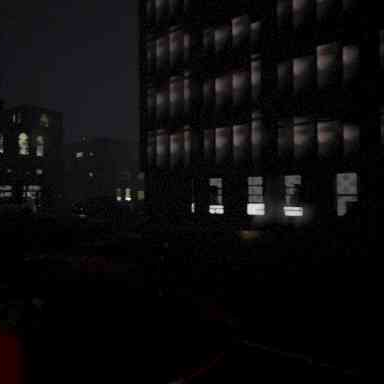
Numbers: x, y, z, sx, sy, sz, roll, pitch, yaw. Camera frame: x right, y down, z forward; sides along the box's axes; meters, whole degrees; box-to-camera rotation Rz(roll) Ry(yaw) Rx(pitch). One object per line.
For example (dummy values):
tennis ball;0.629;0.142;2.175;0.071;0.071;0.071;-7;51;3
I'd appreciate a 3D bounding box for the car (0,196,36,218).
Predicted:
car;-17.644;1.443;31.303;2.150;2.045;5.566;-1;-1;36

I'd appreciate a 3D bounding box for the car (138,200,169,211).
car;-5.464;1.847;47.831;1.812;1.442;4.674;-1;-1;36

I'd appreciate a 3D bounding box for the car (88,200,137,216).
car;-8.136;1.787;34.396;1.802;1.307;4.206;-1;-1;36

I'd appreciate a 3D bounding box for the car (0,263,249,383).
car;-1.553;1.559;3.986;4.507;1.381;1.887;0;0;35

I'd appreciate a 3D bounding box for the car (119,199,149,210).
car;-8.356;1.780;48.302;1.967;1.590;4.097;-1;-1;36

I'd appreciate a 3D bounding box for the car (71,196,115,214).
car;-11.525;1.493;39.604;2.150;2.045;5.566;-1;-1;37

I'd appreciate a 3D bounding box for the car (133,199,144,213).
car;-4.886;1.673;38.877;1.967;1.590;4.097;-1;-1;36
